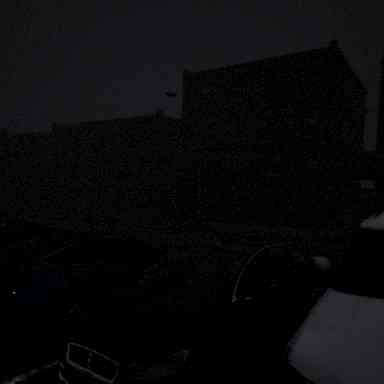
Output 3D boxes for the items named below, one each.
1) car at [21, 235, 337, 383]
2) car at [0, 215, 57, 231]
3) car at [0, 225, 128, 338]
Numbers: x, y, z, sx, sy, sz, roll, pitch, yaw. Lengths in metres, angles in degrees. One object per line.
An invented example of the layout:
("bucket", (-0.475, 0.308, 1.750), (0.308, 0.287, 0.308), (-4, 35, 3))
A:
("car", (0.424, 1.485, 5.103), (2.231, 1.521, 4.892), (0, 0, 36))
("car", (-6.418, 1.507, 9.985), (2.097, 1.535, 5.008), (0, 0, 36))
("car", (-1.839, 1.519, 6.748), (2.163, 1.488, 4.792), (0, 0, 36))
